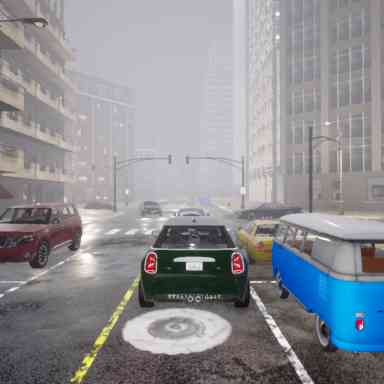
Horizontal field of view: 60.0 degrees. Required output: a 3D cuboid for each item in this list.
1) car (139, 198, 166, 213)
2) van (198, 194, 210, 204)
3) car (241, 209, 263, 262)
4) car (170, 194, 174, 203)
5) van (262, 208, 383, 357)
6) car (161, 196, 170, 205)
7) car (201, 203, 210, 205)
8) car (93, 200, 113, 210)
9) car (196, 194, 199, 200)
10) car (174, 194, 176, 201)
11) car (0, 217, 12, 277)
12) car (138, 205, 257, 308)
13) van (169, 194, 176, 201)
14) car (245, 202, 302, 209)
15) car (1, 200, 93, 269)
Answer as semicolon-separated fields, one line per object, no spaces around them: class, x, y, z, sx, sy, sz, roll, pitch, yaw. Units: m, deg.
car;-3.939;1.534;31.384;1.837;1.490;4.892;0;0;-14
van;2.464;1.429;60.409;1.690;1.788;3.998;0;0;0
car;2.549;1.531;11.584;1.752;1.417;4.829;0;0;0
car;-5.436;1.561;71.501;1.967;1.590;4.097;0;0;0
van;2.561;1.343;5.878;1.690;1.788;3.998;0;0;0
car;-5.416;1.612;60.225;1.752;1.417;4.829;0;0;0
car;-0.030;1.536;17.141;1.812;1.442;4.674;0;0;0
car;-12.024;1.691;43.134;4.181;1.385;1.994;-1;-1;39
car;2.424;1.704;82.618;1.887;1.381;4.507;0;0;0
car;-5.446;1.705;77.053;1.947;1.339;4.313;0;0;0
car;-5.320;1.442;5.858;1.967;1.590;4.097;0;0;0
car;0.050;1.355;8.098;2.097;1.767;4.553;0;0;0
van;-5.475;1.541;93.709;1.690;1.788;3.998;0;0;0
car;5.924;1.490;25.821;5.357;1.411;2.033;-1;0;-7
car;-5.329;1.320;11.394;2.192;1.841;5.009;0;0;0
